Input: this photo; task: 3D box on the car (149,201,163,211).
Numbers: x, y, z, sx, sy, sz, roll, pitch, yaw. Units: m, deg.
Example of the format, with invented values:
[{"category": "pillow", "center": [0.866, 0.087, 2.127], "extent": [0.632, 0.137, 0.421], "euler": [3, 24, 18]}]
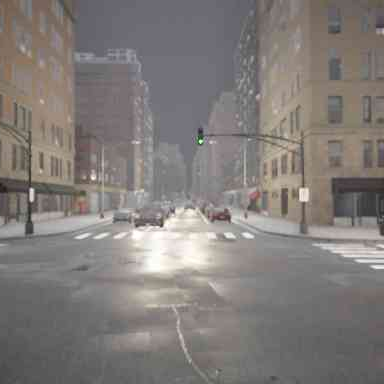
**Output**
[{"category": "car", "center": [-6.268, 2.403, 57.722], "extent": [1.967, 1.590, 4.097], "euler": [0, -1, -1]}]

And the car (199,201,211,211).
[{"category": "car", "center": [2.257, 2.381, 57.797], "extent": [1.967, 1.590, 4.097], "euler": [0, -1, -1]}]

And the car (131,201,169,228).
[{"category": "car", "center": [-3.184, 1.778, 25.950], "extent": [2.097, 1.767, 4.553], "euler": [0, -1, -1]}]

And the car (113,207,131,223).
[{"category": "car", "center": [-5.998, 2.050, 30.185], "extent": [2.008, 1.369, 4.403], "euler": [0, -1, -1]}]

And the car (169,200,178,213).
[{"category": "car", "center": [-3.311, 2.234, 46.252], "extent": [1.882, 1.535, 5.008], "euler": [0, -1, 0]}]

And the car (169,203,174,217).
[{"category": "car", "center": [-3.279, 2.184, 35.785], "extent": [1.895, 1.301, 4.718], "euler": [0, -1, 0]}]

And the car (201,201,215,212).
[{"category": "car", "center": [2.417, 2.186, 41.448], "extent": [1.752, 1.417, 4.829], "euler": [0, -1, -1]}]

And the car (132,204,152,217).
[{"category": "car", "center": [-6.106, 2.224, 41.199], "extent": [1.887, 1.381, 4.507], "euler": [0, -1, -1]}]

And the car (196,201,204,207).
[{"category": "car", "center": [1.987, 3.000, 85.328], "extent": [2.008, 1.369, 4.403], "euler": [0, -1, -1]}]

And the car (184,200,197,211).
[{"category": "car", "center": [-0.414, 2.549, 57.755], "extent": [1.895, 1.301, 4.718], "euler": [0, -1, -1]}]

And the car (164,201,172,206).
[{"category": "car", "center": [-6.592, 3.157, 90.764], "extent": [1.802, 1.307, 4.206], "euler": [0, -1, -1]}]

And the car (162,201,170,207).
[{"category": "car", "center": [-6.536, 2.993, 85.088], "extent": [1.752, 1.417, 4.829], "euler": [0, -1, -1]}]

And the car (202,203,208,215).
[{"category": "car", "center": [2.473, 2.133, 35.771], "extent": [1.947, 1.339, 4.313], "euler": [0, -1, -1]}]

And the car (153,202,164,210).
[{"category": "car", "center": [-6.322, 2.643, 63.227], "extent": [1.802, 1.307, 4.206], "euler": [0, -1, -1]}]

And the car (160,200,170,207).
[{"category": "car", "center": [-6.484, 2.807, 79.751], "extent": [1.967, 1.590, 4.097], "euler": [0, -1, -1]}]

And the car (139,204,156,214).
[{"category": "car", "center": [-6.160, 2.354, 46.706], "extent": [1.802, 1.307, 4.206], "euler": [0, -1, -1]}]

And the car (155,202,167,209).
[{"category": "car", "center": [-6.376, 2.727, 68.734], "extent": [1.947, 1.339, 4.313], "euler": [0, -1, -1]}]

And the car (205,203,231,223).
[{"category": "car", "center": [2.527, 2.023, 30.265], "extent": [1.887, 1.381, 4.507], "euler": [0, -1, -1]}]

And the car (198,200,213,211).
[{"category": "car", "center": [2.365, 2.065, 46.787], "extent": [2.192, 1.841, 5.009], "euler": [0, -1, -1]}]
